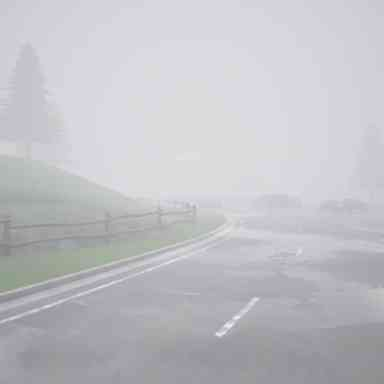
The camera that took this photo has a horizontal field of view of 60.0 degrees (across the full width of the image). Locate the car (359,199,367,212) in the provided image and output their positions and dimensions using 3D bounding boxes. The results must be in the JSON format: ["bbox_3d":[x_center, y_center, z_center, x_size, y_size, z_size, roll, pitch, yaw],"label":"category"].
[{"bbox_3d":[18.604,1.505,39.486,1.837,1.490,4.892,0,0,-10],"label":"car"}]

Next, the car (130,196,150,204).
[{"bbox_3d":[-9.396,1.491,60.612,2.128,1.511,4.902,0,0,-43],"label":"car"}]

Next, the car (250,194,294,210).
[{"bbox_3d":[10.365,1.221,43.498,2.150,2.045,5.566,0,0,-21],"label":"car"}]

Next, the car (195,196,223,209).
[{"bbox_3d":[2.486,1.526,44.218,1.812,1.442,4.674,0,0,-23],"label":"car"}]

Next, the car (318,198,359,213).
[{"bbox_3d":[15.621,1.526,36.281,1.812,1.442,4.674,0,0,-8],"label":"car"}]

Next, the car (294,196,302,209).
[{"bbox_3d":[13.074,1.352,46.135,2.097,1.767,4.553,0,0,-20],"label":"car"}]

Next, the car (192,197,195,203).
[{"bbox_3d":[1.308,1.491,59.027,2.128,1.511,4.902,0,0,-41],"label":"car"}]

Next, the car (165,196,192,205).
[{"bbox_3d":[-2.745,1.478,58.453,1.882,1.535,5.008,0,0,-42],"label":"car"}]
